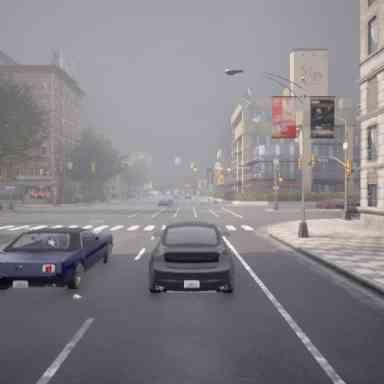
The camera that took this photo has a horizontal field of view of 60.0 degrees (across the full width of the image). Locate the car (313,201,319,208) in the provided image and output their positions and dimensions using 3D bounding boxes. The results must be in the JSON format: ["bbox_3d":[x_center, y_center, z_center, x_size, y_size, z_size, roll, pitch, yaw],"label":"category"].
[{"bbox_3d":[19.300,1.545,46.279,4.674,1.442,1.812,0,0,0],"label":"car"}]

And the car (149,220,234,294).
[{"bbox_3d":[-0.018,1.510,8.805,1.837,1.490,4.892,0,0,0],"label":"car"}]

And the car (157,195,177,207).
[{"bbox_3d":[-4.118,1.569,52.242,2.033,1.411,5.357,0,0,3],"label":"car"}]

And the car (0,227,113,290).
[{"bbox_3d":[-3.518,1.605,9.036,1.895,1.301,4.718,0,0,0],"label":"car"}]

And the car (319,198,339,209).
[{"bbox_3d":[19.342,1.618,42.780,4.718,1.301,1.895,0,0,0],"label":"car"}]

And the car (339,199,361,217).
[{"bbox_3d":[16.853,1.504,31.071,4.902,1.511,2.128,0,0,0],"label":"car"}]
